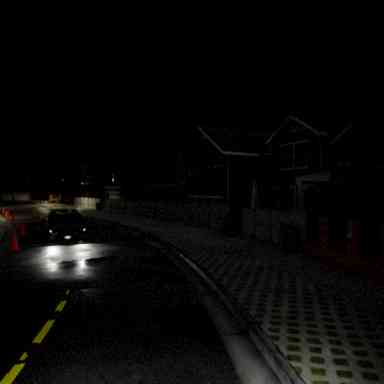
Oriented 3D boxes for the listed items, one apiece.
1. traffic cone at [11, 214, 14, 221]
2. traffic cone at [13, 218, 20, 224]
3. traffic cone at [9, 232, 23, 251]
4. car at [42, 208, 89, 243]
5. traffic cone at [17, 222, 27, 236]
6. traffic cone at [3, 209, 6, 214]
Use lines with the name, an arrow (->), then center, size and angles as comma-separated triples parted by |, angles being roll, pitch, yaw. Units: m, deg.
traffic cone -> -13.758, 1.947, 25.495 | 0.340, 0.580, 0.340 | 0, 0, -32
traffic cone -> -11.075, 1.949, 21.275 | 0.340, 0.580, 0.340 | 0, 0, -32
traffic cone -> -6.838, 1.951, 12.835 | 0.340, 0.580, 0.340 | 0, 0, -20
car -> -6.390, 1.542, 16.628 | 2.033, 1.411, 5.357 | 0, 0, -25
traffic cone -> -8.706, 1.950, 17.161 | 0.340, 0.580, 0.340 | 0, 0, -27
traffic cone -> -16.441, 1.946, 29.714 | 0.340, 0.580, 0.340 | 0, 0, -32
